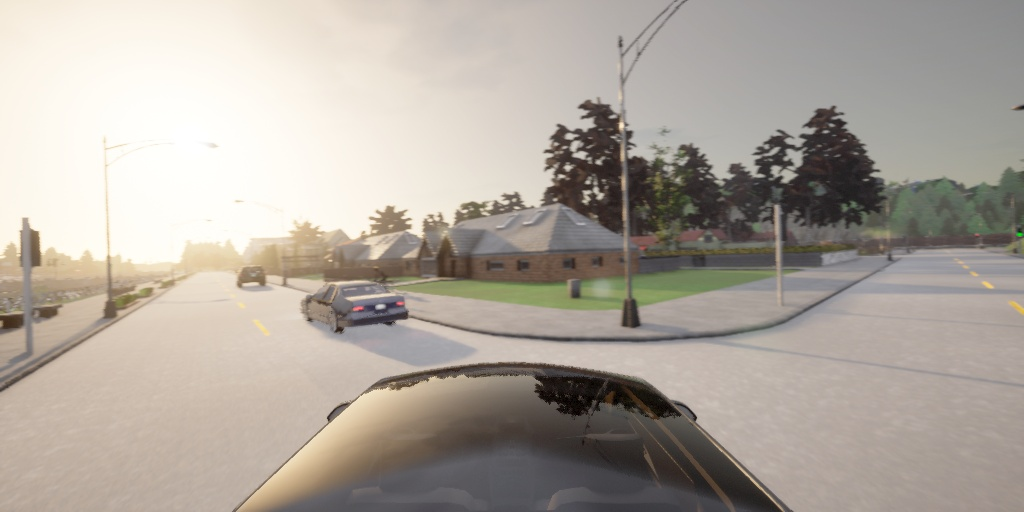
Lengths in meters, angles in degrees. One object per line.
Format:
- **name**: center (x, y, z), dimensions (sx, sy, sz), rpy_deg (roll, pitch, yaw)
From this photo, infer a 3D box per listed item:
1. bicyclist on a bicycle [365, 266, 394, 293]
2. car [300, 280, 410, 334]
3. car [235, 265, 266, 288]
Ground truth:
- **bicyclist on a bicycle**: center (-7.638, 1.413, 20.656), dimensions (1.656, 1.620, 0.582), rpy_deg (-2, 0, -40)
- **car**: center (-5.307, 1.510, 11.681), dimensions (2.033, 1.411, 5.357), rpy_deg (-2, 0, -43)
- **car**: center (-25.902, 1.985, 35.588), dimensions (2.150, 2.045, 5.566), rpy_deg (-2, 0, -40)
